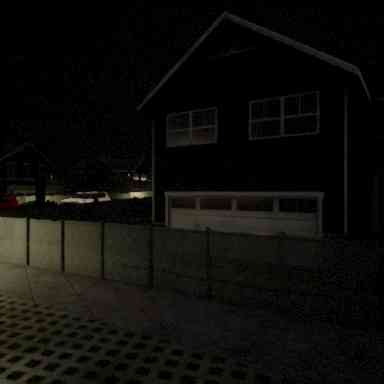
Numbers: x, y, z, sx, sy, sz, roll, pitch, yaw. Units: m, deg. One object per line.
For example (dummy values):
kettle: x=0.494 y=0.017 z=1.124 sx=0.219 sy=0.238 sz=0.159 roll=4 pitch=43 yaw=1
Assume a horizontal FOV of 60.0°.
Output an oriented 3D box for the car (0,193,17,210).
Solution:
car: x=-14.880 y=1.131 z=23.182 sx=2.150 sy=2.045 sz=5.566 roll=0 pitch=1 yaw=27

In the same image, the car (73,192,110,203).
car: x=-10.314 y=1.005 z=32.383 sx=2.150 sy=2.045 sz=5.566 roll=0 pitch=1 yaw=26

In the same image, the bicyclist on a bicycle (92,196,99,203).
bicyclist on a bicycle: x=-7.280 y=1.154 z=25.162 sx=1.656 sy=1.620 sz=0.582 roll=0 pitch=0 yaw=27

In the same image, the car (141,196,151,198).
car: x=-5.796 y=1.243 z=42.397 sx=1.895 sy=1.301 sz=4.718 roll=0 pitch=1 yaw=22

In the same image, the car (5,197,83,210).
car: x=-10.764 y=1.379 z=24.698 sx=1.837 sy=1.490 sz=4.892 roll=0 pitch=1 yaw=27
